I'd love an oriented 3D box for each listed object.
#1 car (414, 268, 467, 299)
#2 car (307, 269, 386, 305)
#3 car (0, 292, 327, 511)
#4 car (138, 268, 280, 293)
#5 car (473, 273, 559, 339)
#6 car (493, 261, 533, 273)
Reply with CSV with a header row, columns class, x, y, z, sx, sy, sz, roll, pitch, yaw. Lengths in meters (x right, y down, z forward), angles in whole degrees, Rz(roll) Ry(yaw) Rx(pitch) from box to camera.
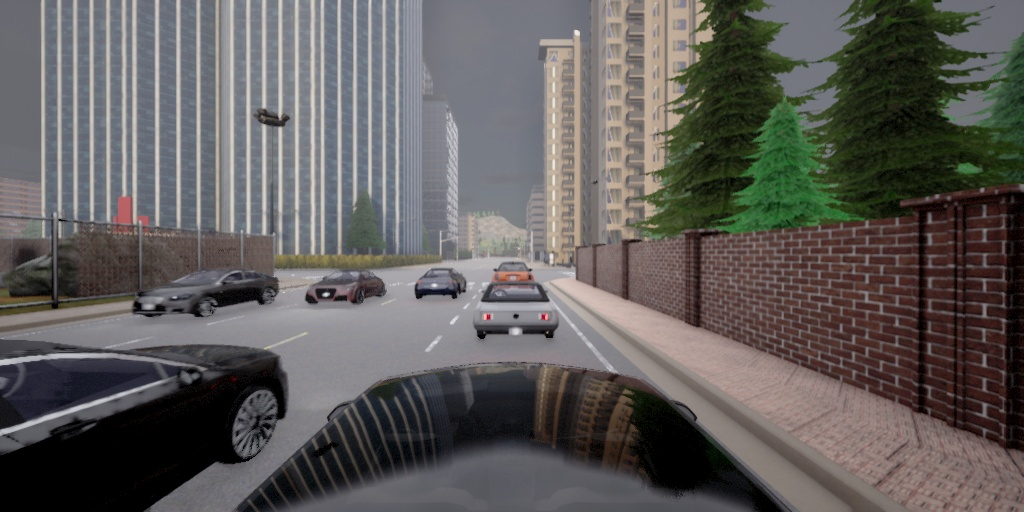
class,x,y,z,sx,sy,sz,roll,pitch,yaw
car,-3.445,1.281,17.923,1.994,1.385,4.181,0,0,0
car,-7.095,1.287,15.665,1.994,1.385,4.181,0,0,0
car,-3.411,1.241,2.039,2.128,1.511,4.902,0,0,0
car,-10.602,1.220,12.922,2.128,1.511,4.902,0,0,0
car,0.077,1.335,9.954,1.895,1.301,4.718,0,0,0
car,0.048,1.067,19.366,2.097,1.767,4.553,0,0,0
